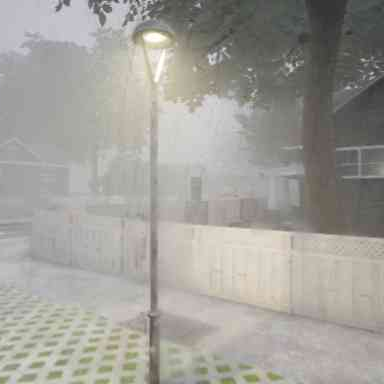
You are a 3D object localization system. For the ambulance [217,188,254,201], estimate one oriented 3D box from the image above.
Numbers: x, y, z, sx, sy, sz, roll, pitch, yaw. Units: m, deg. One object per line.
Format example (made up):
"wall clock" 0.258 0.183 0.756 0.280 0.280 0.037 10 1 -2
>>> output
"ambulance" 5.370 0.750 41.019 2.351 2.431 6.366 0 0 36
